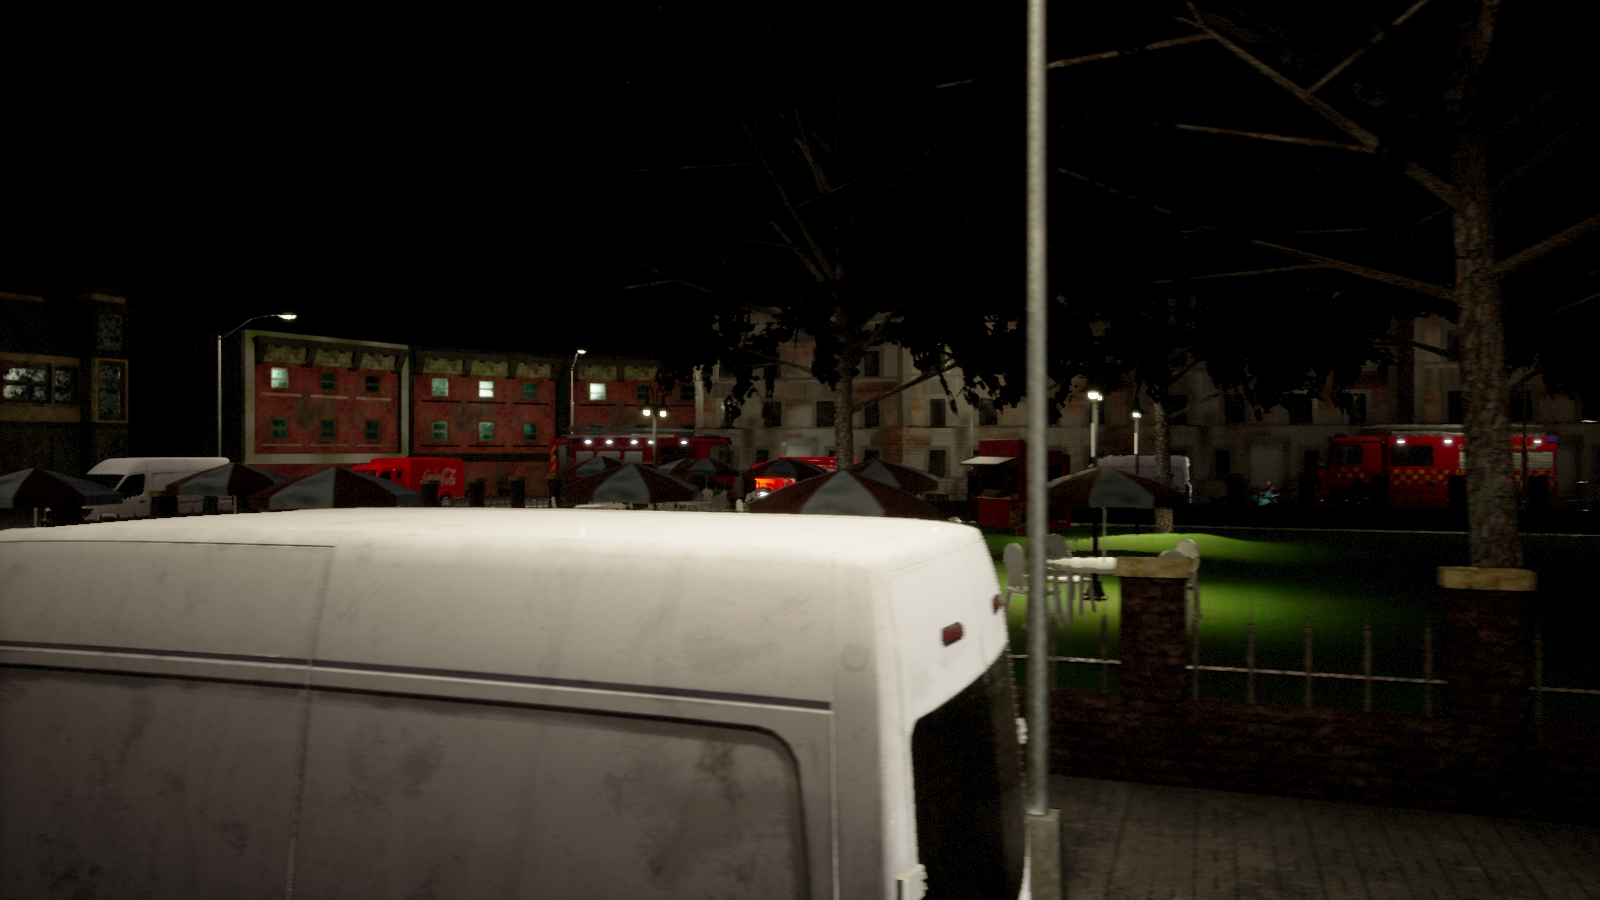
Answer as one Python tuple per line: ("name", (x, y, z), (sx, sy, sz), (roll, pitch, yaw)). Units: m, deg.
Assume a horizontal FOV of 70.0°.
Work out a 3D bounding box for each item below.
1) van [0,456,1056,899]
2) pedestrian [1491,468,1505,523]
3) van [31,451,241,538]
("van", (-2.108, 1.313, 4.603), (5.915, 2.561, 1.988), (0, 0, 20))
("pedestrian", (23.632, 1.527, 38.680), (0.375, 1.860, 0.375), (0, 0, 34))
("van", (-20.989, 1.305, 36.495), (1.988, 2.561, 5.915), (0, 0, 20))
